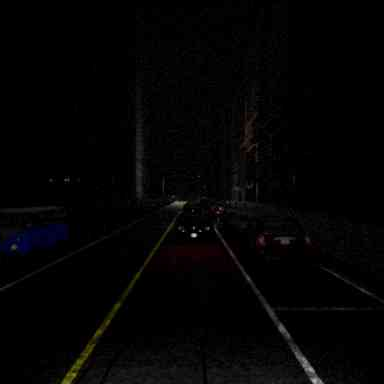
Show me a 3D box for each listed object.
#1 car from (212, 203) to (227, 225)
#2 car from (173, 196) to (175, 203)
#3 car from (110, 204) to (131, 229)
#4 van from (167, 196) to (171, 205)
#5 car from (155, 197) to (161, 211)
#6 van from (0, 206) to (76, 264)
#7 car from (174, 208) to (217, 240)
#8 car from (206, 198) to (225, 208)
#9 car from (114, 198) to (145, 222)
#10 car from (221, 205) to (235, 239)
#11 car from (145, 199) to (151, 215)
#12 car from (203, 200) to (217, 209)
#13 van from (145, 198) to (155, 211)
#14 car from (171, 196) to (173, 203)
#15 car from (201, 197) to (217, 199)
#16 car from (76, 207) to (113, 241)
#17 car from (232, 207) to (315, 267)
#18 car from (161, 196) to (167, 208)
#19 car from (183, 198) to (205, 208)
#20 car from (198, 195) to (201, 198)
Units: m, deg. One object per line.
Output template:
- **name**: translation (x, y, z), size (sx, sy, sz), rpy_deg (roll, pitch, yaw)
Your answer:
- **car**: translation (2.753, 1.706, 23.048), size (2.008, 1.369, 4.403), rpy_deg (0, 0, 0)
- **car**: translation (-5.790, 2.089, 79.400), size (2.008, 1.369, 4.403), rpy_deg (0, 0, 0)
- **car**: translation (-5.772, 1.721, 23.035), size (1.947, 1.339, 4.313), rpy_deg (0, 0, 0)
- **van**: translation (-5.787, 1.801, 68.129), size (1.690, 1.788, 3.998), rpy_deg (0, 0, 0)
- **car**: translation (-5.780, 1.747, 45.582), size (1.967, 1.590, 4.097), rpy_deg (0, 0, 0)
- **van**: translation (-5.769, 1.421, 11.763), size (1.690, 1.788, 3.998), rpy_deg (0, 0, 0)
- **car**: translation (0.095, 1.720, 17.616), size (1.895, 1.301, 4.718), rpy_deg (0, 0, 0)
- **car**: translation (2.749, 1.671, 34.321), size (1.967, 1.590, 4.097), rpy_deg (0, 0, 0)
- **car**: translation (-5.775, 1.508, 28.672), size (2.192, 1.841, 5.009), rpy_deg (0, 0, 0)
- **car**: translation (2.755, 1.644, 17.582), size (1.752, 1.417, 4.829), rpy_deg (0, 0, 0)
- **car**: translation (-5.776, 1.776, 34.308), size (1.887, 1.381, 4.507), rpy_deg (0, 0, 0)
- **car**: translation (2.744, 1.890, 51.230), size (1.887, 1.381, 4.507), rpy_deg (0, 0, 0)
- **van**: translation (-5.778, 1.610, 39.946), size (1.690, 1.788, 3.998), rpy_deg (0, 0, 0)
- **car**: translation (-5.788, 2.023, 73.594), size (1.752, 1.417, 4.829), rpy_deg (0, 0, 0)
- **car**: translation (2.745, 1.622, 45.595), size (2.192, 1.841, 5.009), rpy_deg (0, 0, 0)
- **car**: translation (-5.770, 1.683, 17.398), size (1.947, 1.339, 4.313), rpy_deg (0, 0, 0)
- **car**: translation (2.756, 1.520, 11.777), size (1.967, 1.590, 4.097), rpy_deg (0, 0, 0)
- **car**: translation (-5.783, 1.823, 56.855), size (1.967, 1.590, 4.097), rpy_deg (0, 0, 0)
- **car**: translation (0.089, 1.715, 35.252), size (1.882, 1.535, 5.008), rpy_deg (0, 0, 0)
- **car**: translation (2.738, 1.900, 68.138), size (1.967, 1.590, 4.097), rpy_deg (0, 0, 0)
